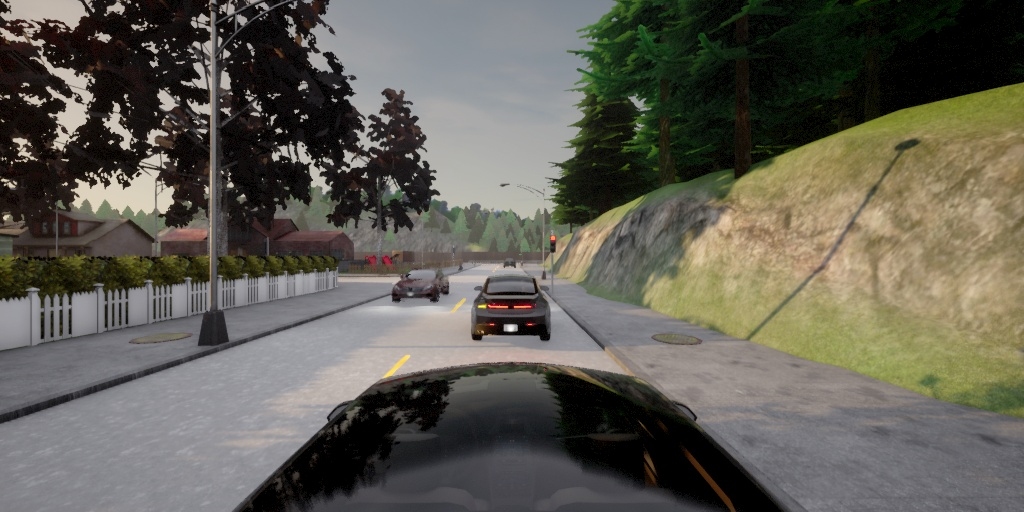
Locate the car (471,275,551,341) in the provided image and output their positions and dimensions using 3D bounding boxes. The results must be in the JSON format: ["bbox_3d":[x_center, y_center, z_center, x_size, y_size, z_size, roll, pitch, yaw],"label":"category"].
[{"bbox_3d":[-0.017,1.255,9.914,1.837,1.490,4.892,0,0,0],"label":"car"}]

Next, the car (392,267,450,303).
[{"bbox_3d":[-4.100,1.276,16.846,1.812,1.442,4.674,0,0,0],"label":"car"}]

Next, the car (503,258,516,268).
[{"bbox_3d":[-0.413,1.102,63.342,2.097,1.767,4.553,0,0,0],"label":"car"}]
